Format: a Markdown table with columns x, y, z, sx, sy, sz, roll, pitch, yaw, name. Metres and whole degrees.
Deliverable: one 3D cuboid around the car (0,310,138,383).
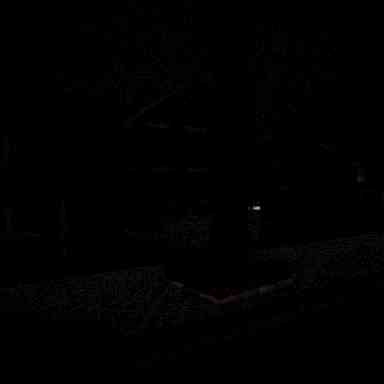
| x | y | z | sx | sy | sz | roll | pitch | yaw | name |
| --- | --- | --- | --- | --- | --- | --- | --- | --- | --- |
| -2.509 | 1.498 | 1.315 | 4.892 | 1.490 | 1.837 | 0 | 0 | -35 | car |
